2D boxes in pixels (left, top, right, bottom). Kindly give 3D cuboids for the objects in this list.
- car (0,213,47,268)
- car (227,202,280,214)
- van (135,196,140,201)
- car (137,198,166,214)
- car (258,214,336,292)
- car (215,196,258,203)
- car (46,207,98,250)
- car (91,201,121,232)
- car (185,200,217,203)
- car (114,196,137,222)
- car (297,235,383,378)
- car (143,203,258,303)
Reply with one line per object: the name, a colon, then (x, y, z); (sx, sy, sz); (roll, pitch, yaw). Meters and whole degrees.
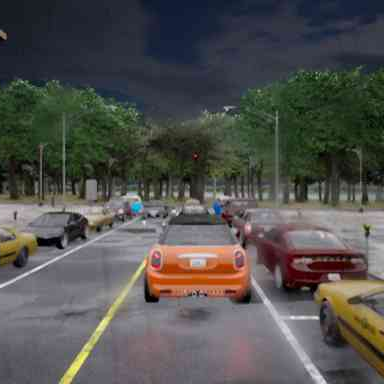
car: (-5.745, 1.498, 8.582); (1.752, 1.417, 4.829); (0, 0, 0)
car: (2.794, 1.395, 14.168); (1.967, 1.590, 4.097); (0, 0, 0)
van: (-5.693, 1.247, 30.501); (1.690, 1.788, 3.998); (0, 0, 0)
car: (-2.935, 1.435, 27.879); (2.128, 1.511, 4.902); (0, 0, 0)
car: (2.781, 1.516, 8.731); (1.887, 1.381, 4.507); (0, 0, 0)
car: (2.806, 1.253, 19.606); (2.192, 1.841, 5.009); (0, 0, 0)
car: (-5.731, 1.521, 14.189); (1.947, 1.339, 4.313); (0, 0, 0)
car: (-5.719, 1.464, 19.457); (1.752, 1.417, 4.829); (0, 0, 0)
car: (0.141, 1.433, 18.471); (2.128, 1.511, 4.902); (0, 0, 0)
car: (-5.706, 1.362, 25.063); (1.967, 1.590, 4.097); (0, 0, 0)
car: (2.769, 1.514, 3.463); (1.752, 1.417, 4.829); (0, 0, 0)
car: (0.118, 1.325, 8.306); (2.097, 1.767, 4.553); (0, 0, 0)
